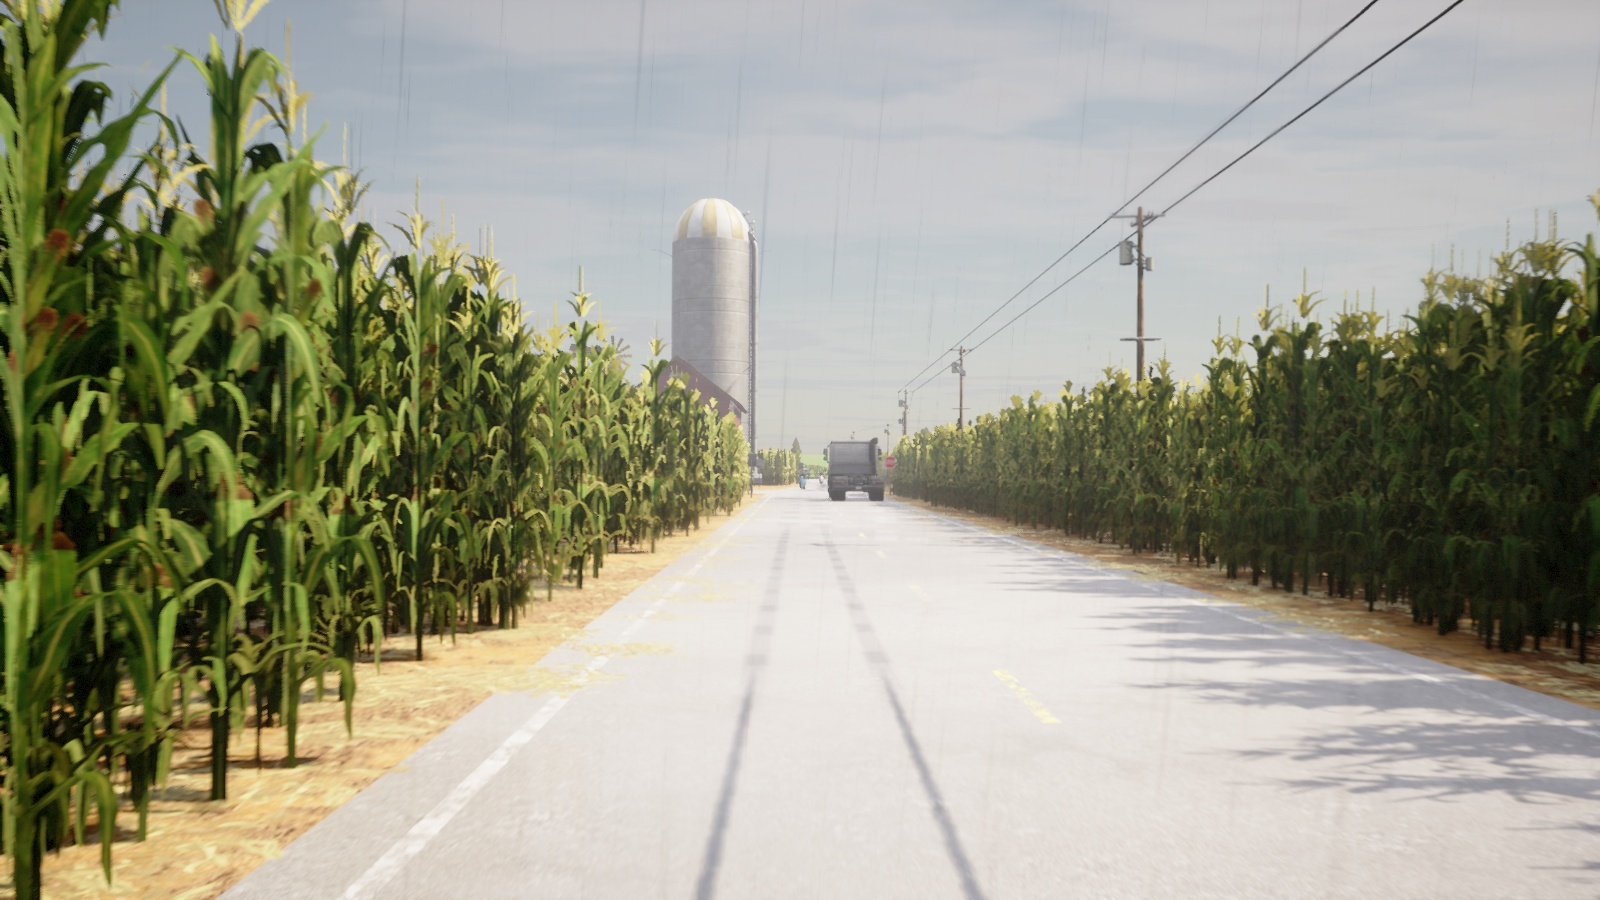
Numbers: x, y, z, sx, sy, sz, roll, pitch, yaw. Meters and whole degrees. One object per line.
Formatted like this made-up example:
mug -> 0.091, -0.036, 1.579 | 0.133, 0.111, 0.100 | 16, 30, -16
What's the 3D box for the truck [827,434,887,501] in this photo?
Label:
truck -> 3.039, 0.980, 69.260 | 2.891, 3.462, 7.936 | 0, -1, 0
